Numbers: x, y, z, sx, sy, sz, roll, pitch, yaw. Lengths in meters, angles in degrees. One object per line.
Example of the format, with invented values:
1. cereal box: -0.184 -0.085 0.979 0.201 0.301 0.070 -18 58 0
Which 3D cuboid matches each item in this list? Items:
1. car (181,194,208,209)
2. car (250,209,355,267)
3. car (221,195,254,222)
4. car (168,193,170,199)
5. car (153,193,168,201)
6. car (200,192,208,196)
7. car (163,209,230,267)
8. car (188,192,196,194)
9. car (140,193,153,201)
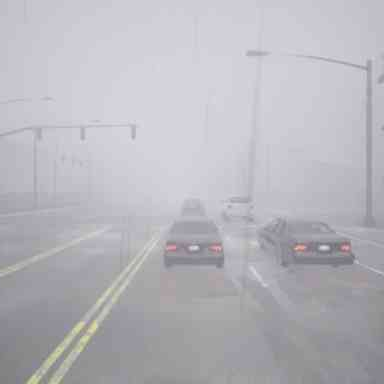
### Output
1. car: 0.091 1.361 31.088 2.097 1.767 4.553 0 0 0
2. car: 3.568 1.554 11.448 2.033 1.411 5.357 0 0 0
3. car: 3.569 1.235 26.575 2.150 2.045 5.566 0 0 0
4. car: -6.975 0.943 90.120 1.882 1.535 5.008 0 1 0
5. car: -6.980 1.244 74.469 1.837 1.490 4.892 0 1 0
6. car: 3.526 0.983 93.871 1.895 1.301 4.718 0 1 0
7. car: 0.068 1.552 11.412 2.033 1.411 5.357 0 0 0
8. car: 0.026 0.743 93.807 2.097 1.767 4.553 0 1 0
9. car: -10.480 1.221 74.385 1.882 1.535 5.008 0 1 0
